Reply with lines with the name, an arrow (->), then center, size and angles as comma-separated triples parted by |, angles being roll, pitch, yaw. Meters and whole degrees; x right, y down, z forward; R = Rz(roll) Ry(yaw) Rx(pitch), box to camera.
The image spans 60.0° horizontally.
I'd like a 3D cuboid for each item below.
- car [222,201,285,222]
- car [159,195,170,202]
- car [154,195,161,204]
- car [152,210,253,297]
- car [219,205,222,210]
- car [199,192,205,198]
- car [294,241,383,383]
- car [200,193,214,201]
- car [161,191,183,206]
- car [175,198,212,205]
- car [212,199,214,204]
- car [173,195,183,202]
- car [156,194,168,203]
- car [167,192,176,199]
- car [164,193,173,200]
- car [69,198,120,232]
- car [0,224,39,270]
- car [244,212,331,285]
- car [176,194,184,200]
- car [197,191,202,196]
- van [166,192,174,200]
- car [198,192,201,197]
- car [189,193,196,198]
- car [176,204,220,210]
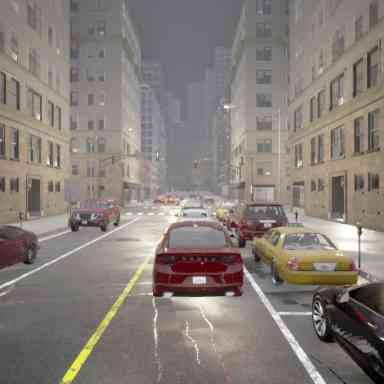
car -> 2.795, 1.302, 14.651 | 2.192, 1.841, 5.009 | 0, 0, 0
car -> -5.627, 1.292, 68.731 | 1.887, 1.381, 4.507 | 1, 0, 0
car -> -5.648, 1.361, 57.884 | 1.887, 1.381, 4.507 | 0, 0, 0
car -> 0.088, 1.473, 8.612 | 1.882, 1.535, 5.008 | 0, 0, -1
car -> 2.805, 1.558, 20.202 | 1.802, 1.307, 4.206 | 0, 0, 0
car -> 2.899, 1.271, 68.877 | 1.752, 1.417, 4.829 | 1, 0, 0
car -> 2.772, 1.566, 3.546 | 1.947, 1.339, 4.313 | 0, 0, 0
car -> 2.877, 1.367, 57.860 | 2.008, 1.369, 4.403 | 0, 0, 0
car -> -3.051, 1.204, 51.711 | 2.097, 1.767, 4.553 | 0, 0, 2
car -> 0.121, 1.454, 25.256 | 2.128, 1.511, 4.902 | 0, 0, 0
car -> 2.815, 1.486, 25.926 | 1.752, 1.417, 4.829 | 0, 0, 0
car -> -2.868, 1.288, 70.445 | 1.994, 1.385, 4.181 | 0, 0, 0
car -> -5.636, 1.224, 63.308 | 1.967, 1.590, 4.097 | 1, 0, 0
car -> -5.583, 0.899, 90.422 | 2.192, 1.841, 5.009 | 1, 0, 0
car -> -5.605, 1.108, 79.577 | 1.967, 1.590, 4.097 | 1, 0, 0
car -> -5.720, 1.291, 20.226 | 2.192, 1.841, 5.009 | 0, 0, 0
car -> -5.743, 1.577, 9.120 | 1.802, 1.307, 4.206 | 0, 0, 0
car -> 2.784, 1.520, 9.267 | 1.752, 1.417, 4.829 | 0, 0, 0
car -> -2.849, 1.184, 80.714 | 1.812, 1.442, 4.674 | 0, 0, 0
car -> 2.941, 1.024, 90.400 | 1.967, 1.590, 4.097 | 1, 0, 0
van -> -5.593, 0.968, 84.999 | 1.690, 1.788, 3.998 | 1, 0, 0
car -> 2.919, 1.250, 79.556 | 1.802, 1.307, 4.206 | 1, 0, 0
car -> 0.175, 1.061, 93.182 | 1.837, 1.490, 4.892 | 0, 0, 0
car -> 0.129, 1.510, 16.113 | 1.812, 1.442, 4.674 | 0, 0, 0
